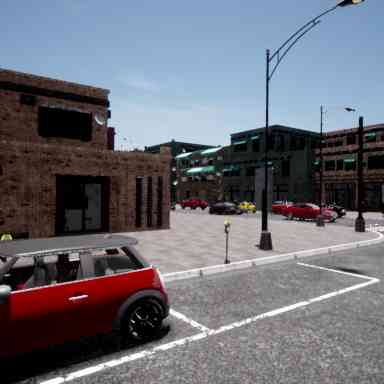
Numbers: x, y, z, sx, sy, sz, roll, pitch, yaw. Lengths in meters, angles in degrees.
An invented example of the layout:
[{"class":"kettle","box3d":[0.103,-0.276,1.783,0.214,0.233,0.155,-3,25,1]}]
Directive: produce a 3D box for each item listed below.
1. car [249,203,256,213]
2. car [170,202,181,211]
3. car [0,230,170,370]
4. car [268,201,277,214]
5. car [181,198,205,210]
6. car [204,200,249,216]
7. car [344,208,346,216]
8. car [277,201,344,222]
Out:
[{"class":"car","box3d":[6.471,1.879,41.903,1.752,1.417,4.829,0,-1,-35]},{"class":"car","box3d":[-3.978,1.860,46.817,1.837,1.490,4.892,1,-1,-35]},{"class":"car","box3d":[-2.435,1.440,4.808,4.097,1.590,1.967,0,1,-36]},{"class":"car","box3d":[9.735,1.739,37.209,1.967,1.590,4.097,0,-1,-35]},{"class":"car","box3d":[0.233,1.773,50.876,2.192,1.841,5.009,0,-1,-35]},{"class":"car","box3d":[3.664,1.794,35.813,1.994,1.385,4.181,1,-1,-35]},{"class":"car","box3d":[12.902,1.812,32.652,1.947,1.339,4.313,0,-1,-35]},{"class":"car","box3d":[9.574,1.656,27.255,1.812,1.442,4.674,1,-1,-34]}]
